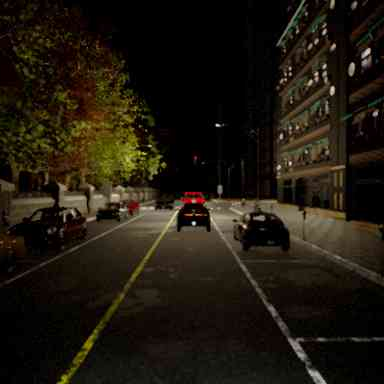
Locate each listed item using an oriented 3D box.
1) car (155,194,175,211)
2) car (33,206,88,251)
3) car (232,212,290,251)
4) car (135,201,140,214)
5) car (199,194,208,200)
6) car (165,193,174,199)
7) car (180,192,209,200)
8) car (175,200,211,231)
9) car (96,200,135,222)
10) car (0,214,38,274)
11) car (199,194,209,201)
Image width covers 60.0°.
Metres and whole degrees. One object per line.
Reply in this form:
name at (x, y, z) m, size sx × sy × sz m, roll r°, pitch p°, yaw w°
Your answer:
car at (-3.022, 1.281, 37.620) m, size 1.882 × 1.535 × 5.008 m, roll 0°, pitch 0°, yaw 0°
car at (-5.696, 1.362, 13.496) m, size 1.967 × 1.590 × 4.097 m, roll 0°, pitch 0°, yaw 0°
car at (2.684, 1.472, 13.504) m, size 2.008 × 1.369 × 4.403 m, roll 0°, pitch 0°, yaw 0°
car at (-5.834, 1.373, 30.112) m, size 1.887 × 1.381 × 4.507 m, roll 0°, pitch 0°, yaw 0°
car at (2.647, 1.150, 79.300) m, size 1.947 × 1.339 × 4.313 m, roll 0°, pitch 0°, yaw 0°
car at (-5.736, 0.999, 84.927) m, size 1.967 × 1.590 × 4.097 m, roll 0°, pitch 0°, yaw 0°
car at (0.091, 1.038, 32.446) m, size 2.150 × 2.045 × 5.566 m, roll 0°, pitch 0°, yaw -2°
car at (0.089, 1.388, 19.630) m, size 1.837 × 1.490 × 4.892 m, roll 0°, pitch -1°, yaw 0°
car at (-5.780, 1.410, 24.572) m, size 2.008 × 1.369 × 4.403 m, roll 0°, pitch 0°, yaw 0°
car at (-5.692, 1.480, 7.787) m, size 1.752 × 1.417 × 4.829 m, roll 0°, pitch 0°, yaw 0°
car at (2.650, 1.175, 73.667) m, size 1.947 × 1.339 × 4.313 m, roll 0°, pitch 0°, yaw 0°
